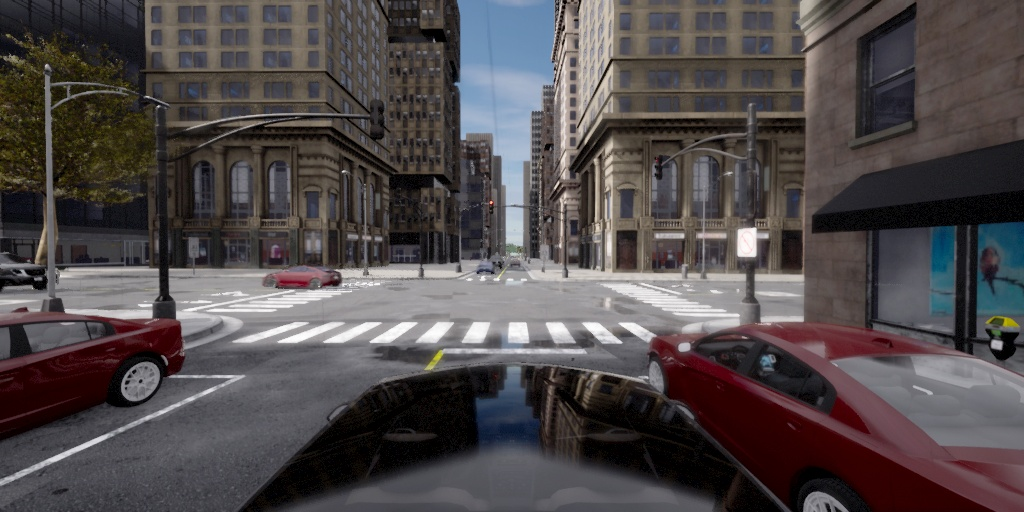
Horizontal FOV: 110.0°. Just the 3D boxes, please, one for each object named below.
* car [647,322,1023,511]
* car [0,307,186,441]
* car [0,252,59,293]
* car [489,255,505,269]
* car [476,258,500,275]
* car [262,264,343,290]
[{"bbox_3d":[2.771,1.294,3.396,1.888,1.381,4.507,0,0,0],"label":"car"},{"bbox_3d":[-5.754,1.294,3.466,1.888,1.381,4.507,0,0,0],"label":"car"},{"bbox_3d":[-26.526,0.785,18.015,5.566,2.045,2.150,1,1,1],"label":"car"},{"bbox_3d":[-2.604,0.949,55.156,2.150,2.045,5.566,0,1,1],"label":"car"},{"bbox_3d":[-2.781,1.284,38.939,2.033,1.411,5.357,0,0,1],"label":"car"},{"bbox_3d":[-12.296,1.196,21.143,4.181,1.385,1.994,1,1,5],"label":"car"}]
